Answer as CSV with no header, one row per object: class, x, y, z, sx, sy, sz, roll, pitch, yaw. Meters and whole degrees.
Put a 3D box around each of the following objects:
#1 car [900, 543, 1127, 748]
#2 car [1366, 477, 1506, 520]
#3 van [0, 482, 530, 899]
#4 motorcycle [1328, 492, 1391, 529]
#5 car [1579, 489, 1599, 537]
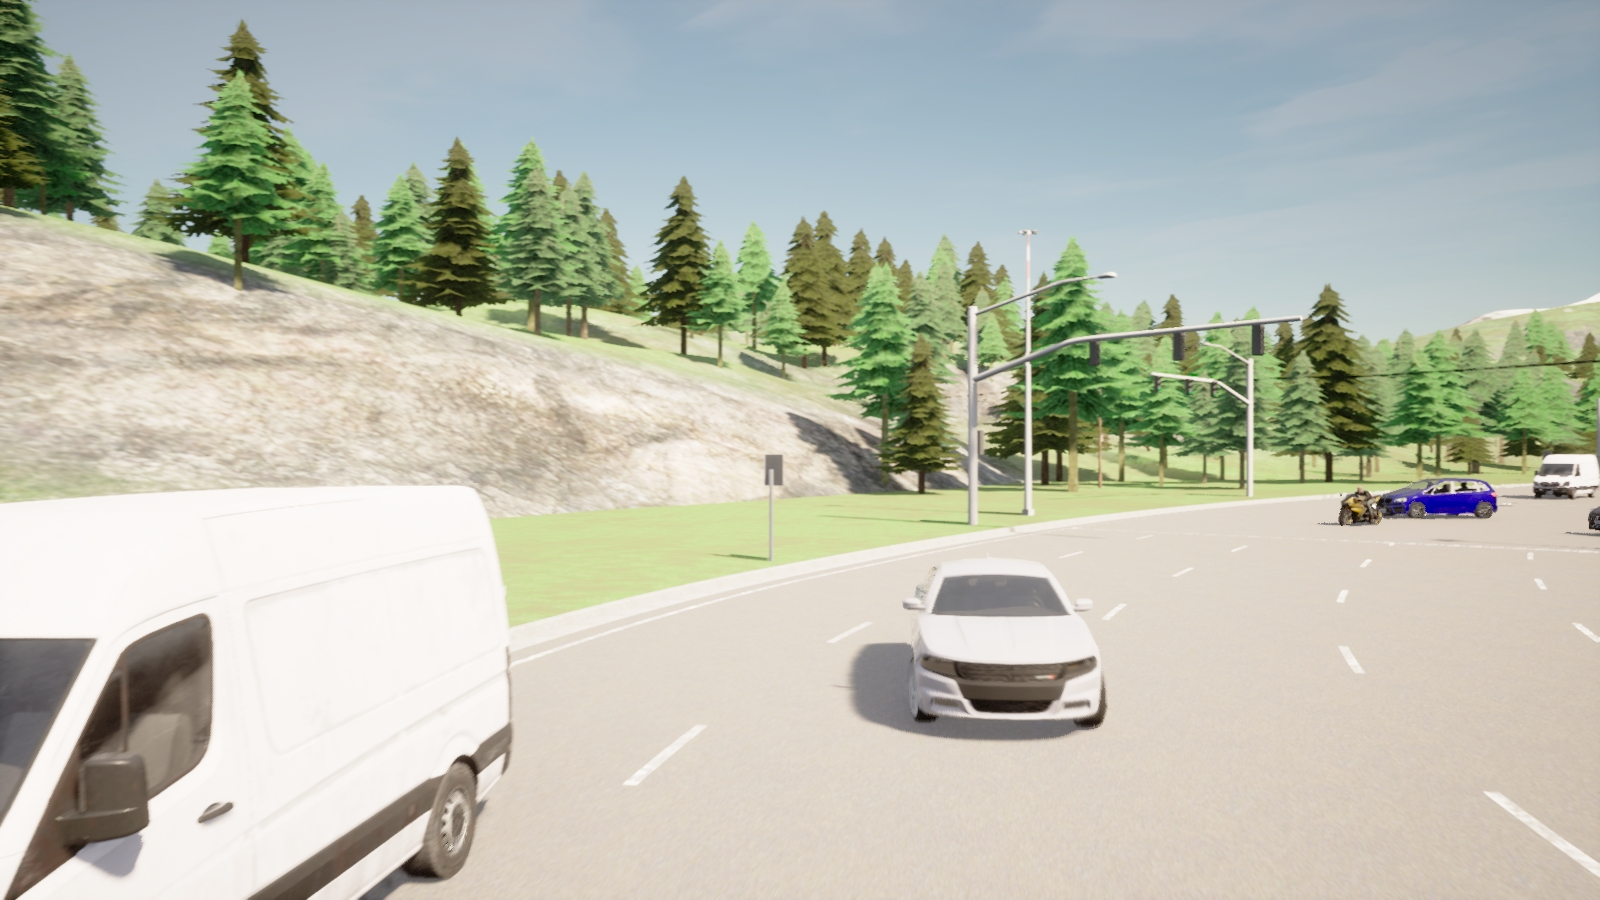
car,2.249,2.039,13.278,2.097,1.535,5.006,0,0,6
car,26.365,1.989,47.480,4.611,1.667,2.242,0,0,-6
van,-3.421,1.536,5.947,1.988,2.561,5.915,-1,0,7
motorcycle,20.742,2.223,42.334,2.209,1.251,0.867,0,2,-25
car,28.214,2.058,37.027,4.514,1.525,2.007,0,0,5
